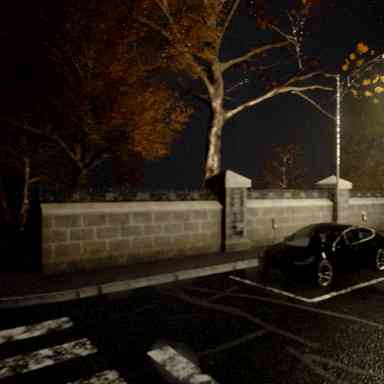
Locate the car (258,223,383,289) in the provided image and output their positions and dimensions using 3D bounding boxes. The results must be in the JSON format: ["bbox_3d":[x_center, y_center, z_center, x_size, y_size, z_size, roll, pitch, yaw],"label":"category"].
[{"bbox_3d":[3.769,1.572,9.243,4.313,1.339,1.947,0,0,-35],"label":"car"}]
